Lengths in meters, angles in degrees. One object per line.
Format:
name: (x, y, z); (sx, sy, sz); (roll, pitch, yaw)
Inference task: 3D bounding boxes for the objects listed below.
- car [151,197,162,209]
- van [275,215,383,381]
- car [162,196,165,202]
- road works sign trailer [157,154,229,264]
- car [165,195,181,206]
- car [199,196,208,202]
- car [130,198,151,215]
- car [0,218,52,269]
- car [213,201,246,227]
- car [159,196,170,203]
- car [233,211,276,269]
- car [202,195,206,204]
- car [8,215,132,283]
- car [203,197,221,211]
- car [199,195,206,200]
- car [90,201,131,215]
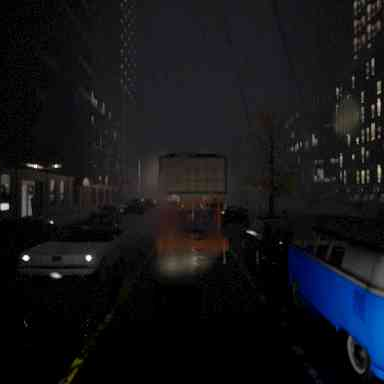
car: (-5.653, 1.531, 45.018); (2.008, 1.369, 4.403); (0, 0, 0)
van: (2.703, 1.338, 5.168); (1.690, 1.788, 3.998); (0, 0, 0)
car: (-5.649, 1.523, 50.706); (1.887, 1.381, 4.507); (0, 0, 0)
road works sign trailer: (0.033, 0.458, 11.821); (2.380, 3.560, 2.880); (0, 0, 0)
car: (-2.961, 1.349, 55.409); (2.097, 1.767, 4.553); (0, 0, 0)
car: (2.751, 1.540, 79.123); (1.947, 1.339, 4.313); (0, 0, 0)
car: (-5.660, 1.424, 33.640); (1.967, 1.590, 4.097); (0, 0, 0)
car: (-5.676, 1.560, 10.883); (1.947, 1.339, 4.313); (0, 0, 0)
car: (2.712, 1.540, 22.234); (2.008, 1.369, 4.403); (0, 0, 0)
car: (-5.637, 1.519, 67.774); (1.887, 1.381, 4.507); (0, 0, 0)
car: (2.704, 1.545, 10.856); (2.008, 1.369, 4.403); (0, 0, 0)
car: (2.728, 1.421, 44.989); (1.967, 1.590, 4.097); (0, 0, 0)
car: (-3.093, 1.595, 9.780); (1.895, 1.301, 4.718); (0, 0, 0)
car: (2.724, 1.533, 39.301); (2.008, 1.369, 4.403); (0, 0, 0)
car: (2.759, 1.499, 90.671); (1.752, 1.417, 4.829); (0, 0, 0)
car: (-5.668, 1.540, 22.261); (2.008, 1.369, 4.403); (0, 0, 0)
